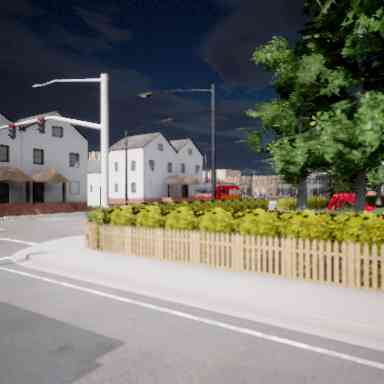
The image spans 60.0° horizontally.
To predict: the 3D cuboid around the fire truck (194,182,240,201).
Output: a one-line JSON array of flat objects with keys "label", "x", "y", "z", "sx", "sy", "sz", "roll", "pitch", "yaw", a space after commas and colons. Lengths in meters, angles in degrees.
[{"label": "fire truck", "x": 3.747, "y": 0.540, "z": 47.717, "sx": 2.891, "sy": 3.827, "sz": 8.468, "roll": -1, "pitch": 0, "yaw": 35}]
